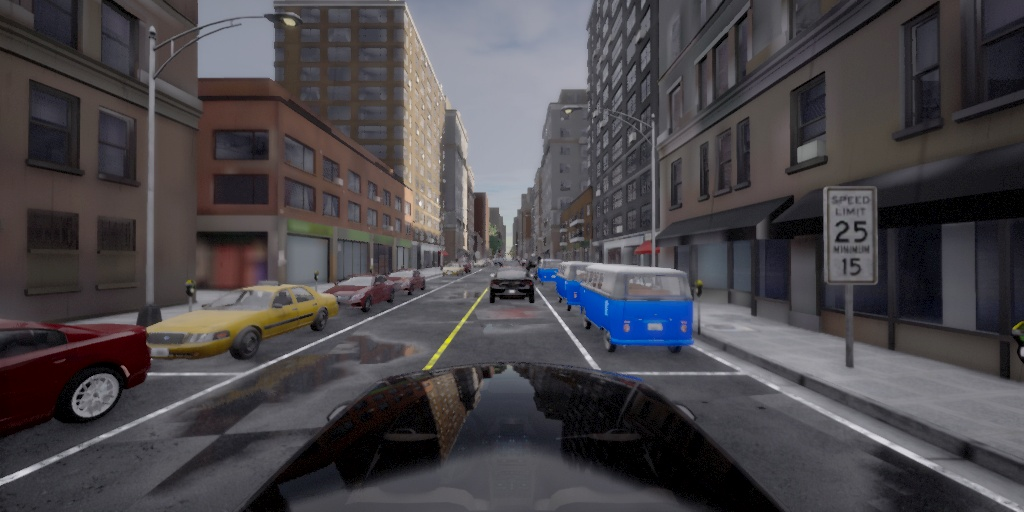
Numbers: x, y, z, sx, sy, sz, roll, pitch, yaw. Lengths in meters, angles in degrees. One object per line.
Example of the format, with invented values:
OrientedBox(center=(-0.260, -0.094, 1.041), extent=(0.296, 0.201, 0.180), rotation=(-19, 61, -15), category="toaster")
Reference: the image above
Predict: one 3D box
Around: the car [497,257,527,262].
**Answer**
OrientedBox(center=(0.000, 1.127, 31.472), extent=(2.097, 1.767, 4.553), rotation=(0, 0, 0), category="car")

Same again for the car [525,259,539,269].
OrientedBox(center=(3.140, 1.261, 56.583), extent=(1.882, 1.535, 5.008), rotation=(0, 0, 0), category="car")

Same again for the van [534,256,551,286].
OrientedBox(center=(2.675, 1.097, 25.031), extent=(1.690, 1.789, 3.998), rotation=(0, 0, 0), category="van")

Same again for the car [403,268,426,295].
OrientedBox(center=(-5.857, 1.335, 19.516), extent=(1.802, 1.307, 4.207), rotation=(0, 0, 0), category="car")

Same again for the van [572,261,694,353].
OrientedBox(center=(2.677, 1.090, 8.556), extent=(1.690, 1.789, 3.998), rotation=(0, 0, 0), category="van")

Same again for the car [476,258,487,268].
OrientedBox(center=(-5.857, 1.318, 63.290), extent=(1.751, 1.417, 4.829), rotation=(0, 0, 0), category="car")

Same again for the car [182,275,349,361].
OrientedBox(center=(-5.856, 1.275, 8.361), extent=(1.751, 1.417, 4.829), rotation=(0, 0, 0), category="car")

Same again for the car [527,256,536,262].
OrientedBox(center=(3.106, 0.995, 49.613), extent=(2.150, 2.045, 5.566), rotation=(0, 0, 0), category="car")

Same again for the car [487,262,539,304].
OrientedBox(center=(0.000, 1.238, 16.500), extent=(1.882, 1.535, 5.008), rotation=(0, 0, 0), category="car")

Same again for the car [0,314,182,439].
OrientedBox(center=(-5.857, 1.293, 3.038), extent=(1.888, 1.381, 4.507), rotation=(0, 0, 0), category="car")

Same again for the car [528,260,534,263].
OrientedBox(center=(2.674, 1.309, 30.522), extent=(2.007, 1.370, 4.403), rotation=(0, 0, 0), category="car")

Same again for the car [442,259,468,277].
OrientedBox(center=(-5.856, 1.288, 35.826), extent=(1.751, 1.417, 4.829), rotation=(0, 0, 0), category="car")

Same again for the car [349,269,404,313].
OrientedBox(center=(-5.857, 1.333, 14.024), extent=(1.802, 1.307, 4.207), rotation=(0, 0, 0), category="car")

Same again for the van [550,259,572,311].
OrientedBox(center=(2.676, 1.092, 14.048), extent=(1.690, 1.789, 3.998), rotation=(0, 0, 0), category="van")

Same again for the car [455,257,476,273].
OrientedBox(center=(-5.857, 1.081, 41.488), extent=(2.192, 1.841, 5.009), rotation=(0, 0, 0), category="car")
